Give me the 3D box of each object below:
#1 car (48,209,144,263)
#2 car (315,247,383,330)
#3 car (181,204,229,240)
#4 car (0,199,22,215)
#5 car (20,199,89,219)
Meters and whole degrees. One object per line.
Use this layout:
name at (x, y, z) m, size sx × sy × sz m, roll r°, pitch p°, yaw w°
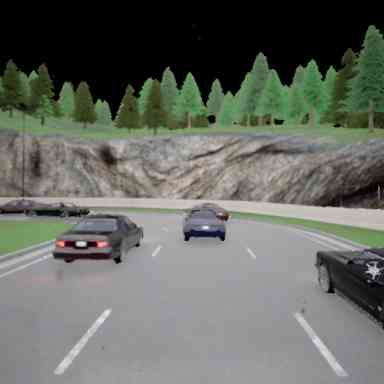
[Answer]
car at (-3.016, 1.500, 11.782) m, size 2.033 × 1.411 × 5.357 m, roll 0°, pitch 0°, yaw 2°
car at (3.771, 1.622, 5.839) m, size 1.895 × 1.301 × 4.718 m, roll 0°, pitch 0°, yaw 2°
car at (0.499, 1.539, 16.829) m, size 1.994 × 1.385 × 4.181 m, roll 1°, pitch 0°, yaw -3°
car at (-15.298, 1.364, 29.595) m, size 5.357 × 1.411 × 2.033 m, roll 0°, pitch 0°, yaw -13°
car at (-10.666, 1.463, 26.192) m, size 4.718 × 1.301 × 1.895 m, roll 1°, pitch 0°, yaw 13°
